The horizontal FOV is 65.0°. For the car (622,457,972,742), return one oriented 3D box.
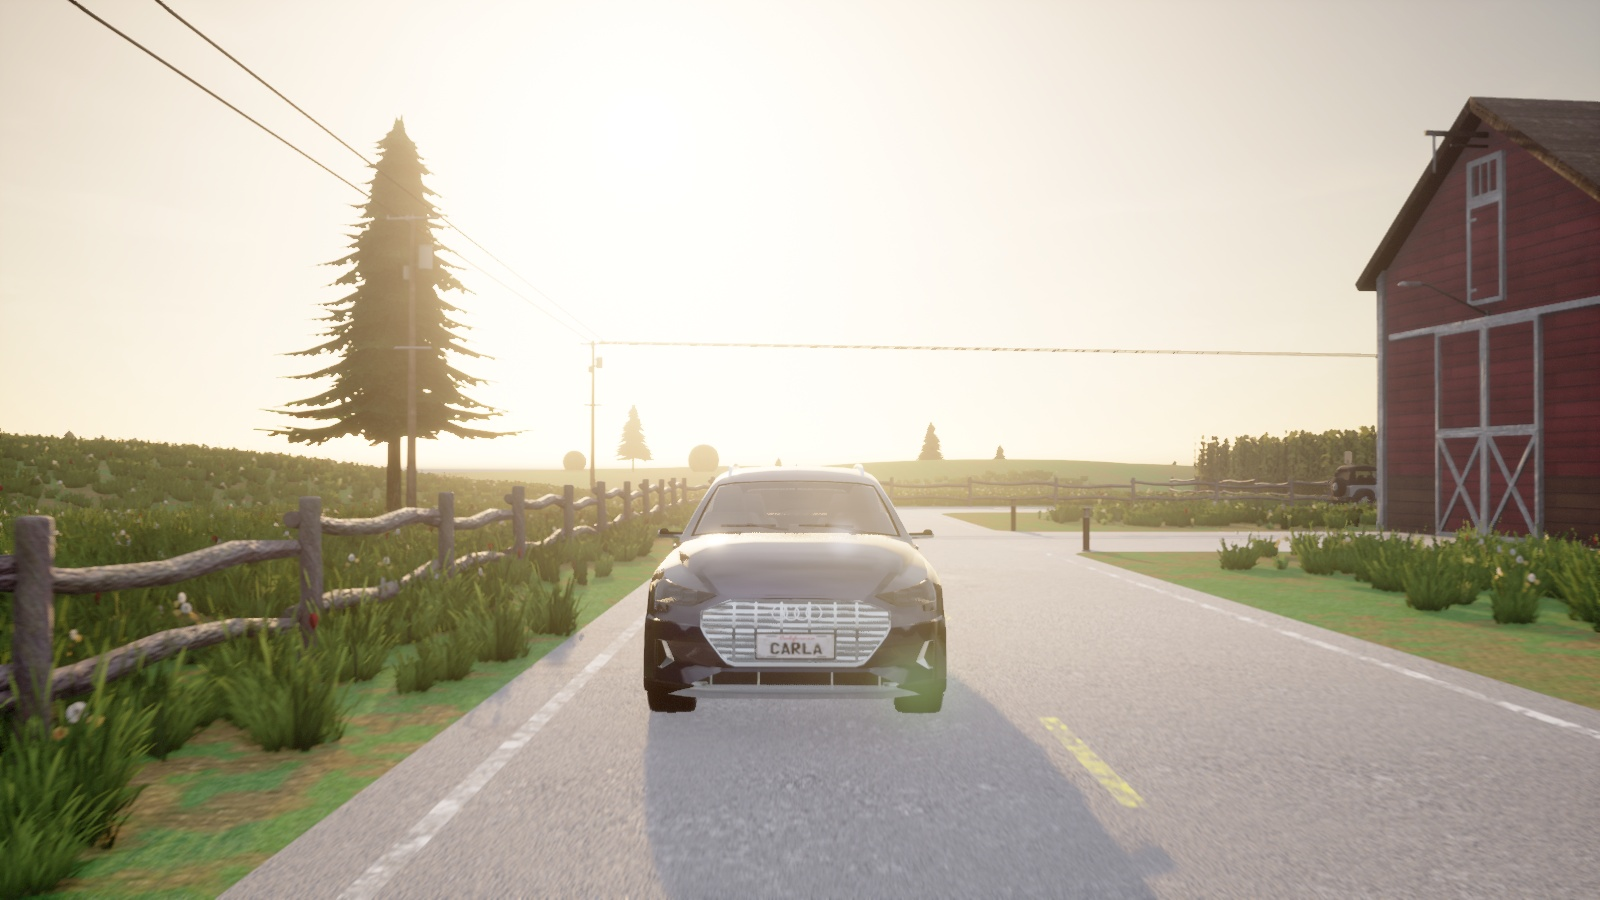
[{"bbox_3d":[-0.024,0.908,9.732,2.033,1.649,4.856,0,-1,0],"label":"car"}]

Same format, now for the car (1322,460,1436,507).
[{"bbox_3d":[24.090,1.390,52.335,3.866,1.878,1.905,0,-1,-6],"label":"car"}]
